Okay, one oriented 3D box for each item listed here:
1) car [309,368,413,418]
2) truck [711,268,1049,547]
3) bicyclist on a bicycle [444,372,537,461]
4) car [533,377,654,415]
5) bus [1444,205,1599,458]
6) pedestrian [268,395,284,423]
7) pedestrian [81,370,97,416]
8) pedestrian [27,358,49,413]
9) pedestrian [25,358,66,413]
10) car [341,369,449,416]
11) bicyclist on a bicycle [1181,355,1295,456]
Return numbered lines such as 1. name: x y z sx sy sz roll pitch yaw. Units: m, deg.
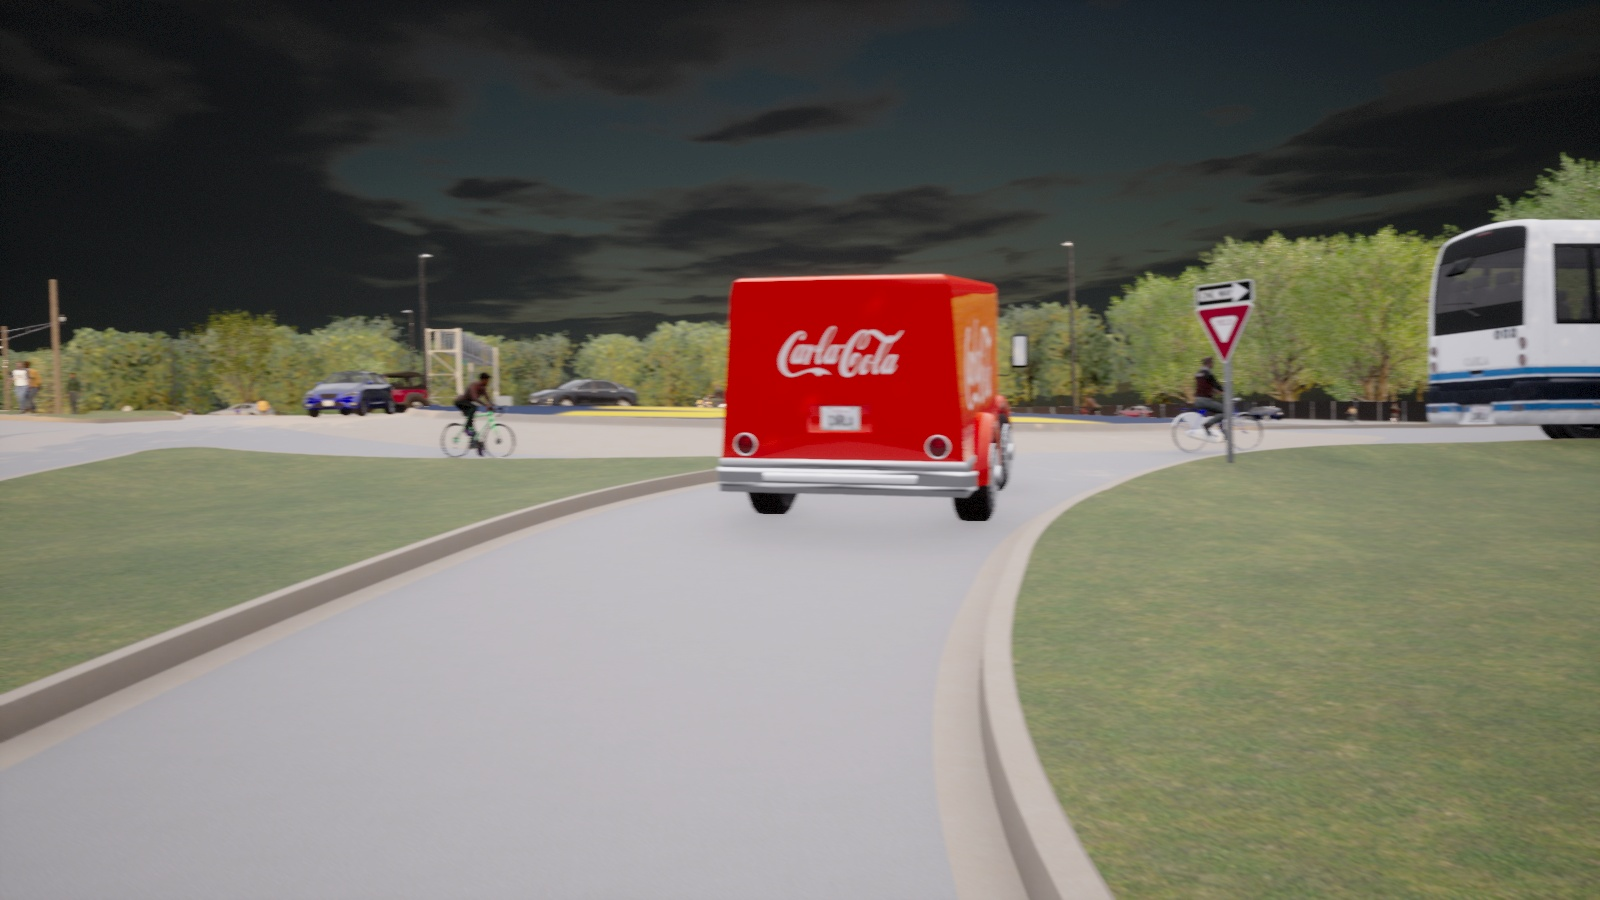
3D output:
1. car: -14.122 -1.844 40.658 1.816 1.474 4.193 -1 3 0
2. truck: 1.176 -0.621 13.956 2.627 2.467 5.204 1 5 16
3. bicyclist on a bicycle: -5.773 -0.632 23.434 1.656 1.620 0.582 1 2 22
4. car: -8.810 -2.294 53.840 4.892 1.490 1.837 -1 1 -42
5. bus: 18.114 -2.068 23.448 10.273 4.253 3.944 0 1 -4
6. pedestrian: -35.292 -2.735 84.595 0.874 1.855 0.900 -2 1 -21
7. pedestrian: -29.302 -2.340 51.747 0.353 1.847 0.614 -2 1 -14
8. pedestrian: -26.120 -2.214 43.057 0.354 1.836 0.706 -2 1 -13
9. pedestrian: -26.231 -2.244 43.686 0.874 1.855 0.900 -2 1 -7
10. car: -17.235 -2.419 53.498 3.866 1.878 1.905 -2 0 -41
11. bicyclist on a bicycle: 7.924 -0.806 22.741 1.843 1.776 0.659 -1 0 -13
